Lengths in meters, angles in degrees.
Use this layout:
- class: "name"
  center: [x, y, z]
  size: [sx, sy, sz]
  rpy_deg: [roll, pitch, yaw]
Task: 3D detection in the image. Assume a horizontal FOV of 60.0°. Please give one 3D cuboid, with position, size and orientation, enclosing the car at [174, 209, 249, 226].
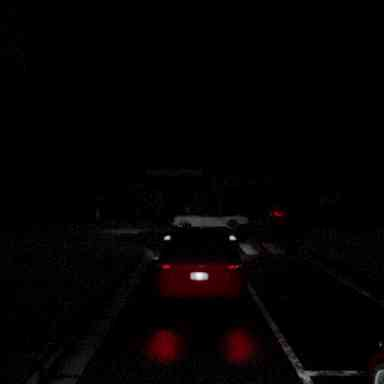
- class: "car"
  center: [1.094, 1.722, 20.865]
  size: [4.718, 1.301, 1.895]
  rpy_deg: [-1, -1, 0]

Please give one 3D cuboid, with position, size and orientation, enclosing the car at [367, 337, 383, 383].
- class: "car"
  center: [2.652, 1.592, 1.731]
  size: [1.802, 1.307, 4.206]
  rpy_deg: [1, 0, 0]

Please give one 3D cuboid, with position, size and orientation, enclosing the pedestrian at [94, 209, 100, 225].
- class: "pedestrian"
  center: [-6.799, 1.790, 23.815]
  size: [0.500, 1.100, 0.500]
  rpy_deg: [0, -1, 0]

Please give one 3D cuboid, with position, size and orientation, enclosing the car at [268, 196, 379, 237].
- class: "car"
  center: [6.920, 1.226, 17.875]
  size: [5.566, 2.045, 2.150]
  rpy_deg: [-1, -1, 0]

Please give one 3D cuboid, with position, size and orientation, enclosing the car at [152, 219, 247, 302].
- class: "car"
  center: [0.198, 1.609, 8.451]
  size: [1.994, 1.385, 4.181]
  rpy_deg: [0, 0, 2]
